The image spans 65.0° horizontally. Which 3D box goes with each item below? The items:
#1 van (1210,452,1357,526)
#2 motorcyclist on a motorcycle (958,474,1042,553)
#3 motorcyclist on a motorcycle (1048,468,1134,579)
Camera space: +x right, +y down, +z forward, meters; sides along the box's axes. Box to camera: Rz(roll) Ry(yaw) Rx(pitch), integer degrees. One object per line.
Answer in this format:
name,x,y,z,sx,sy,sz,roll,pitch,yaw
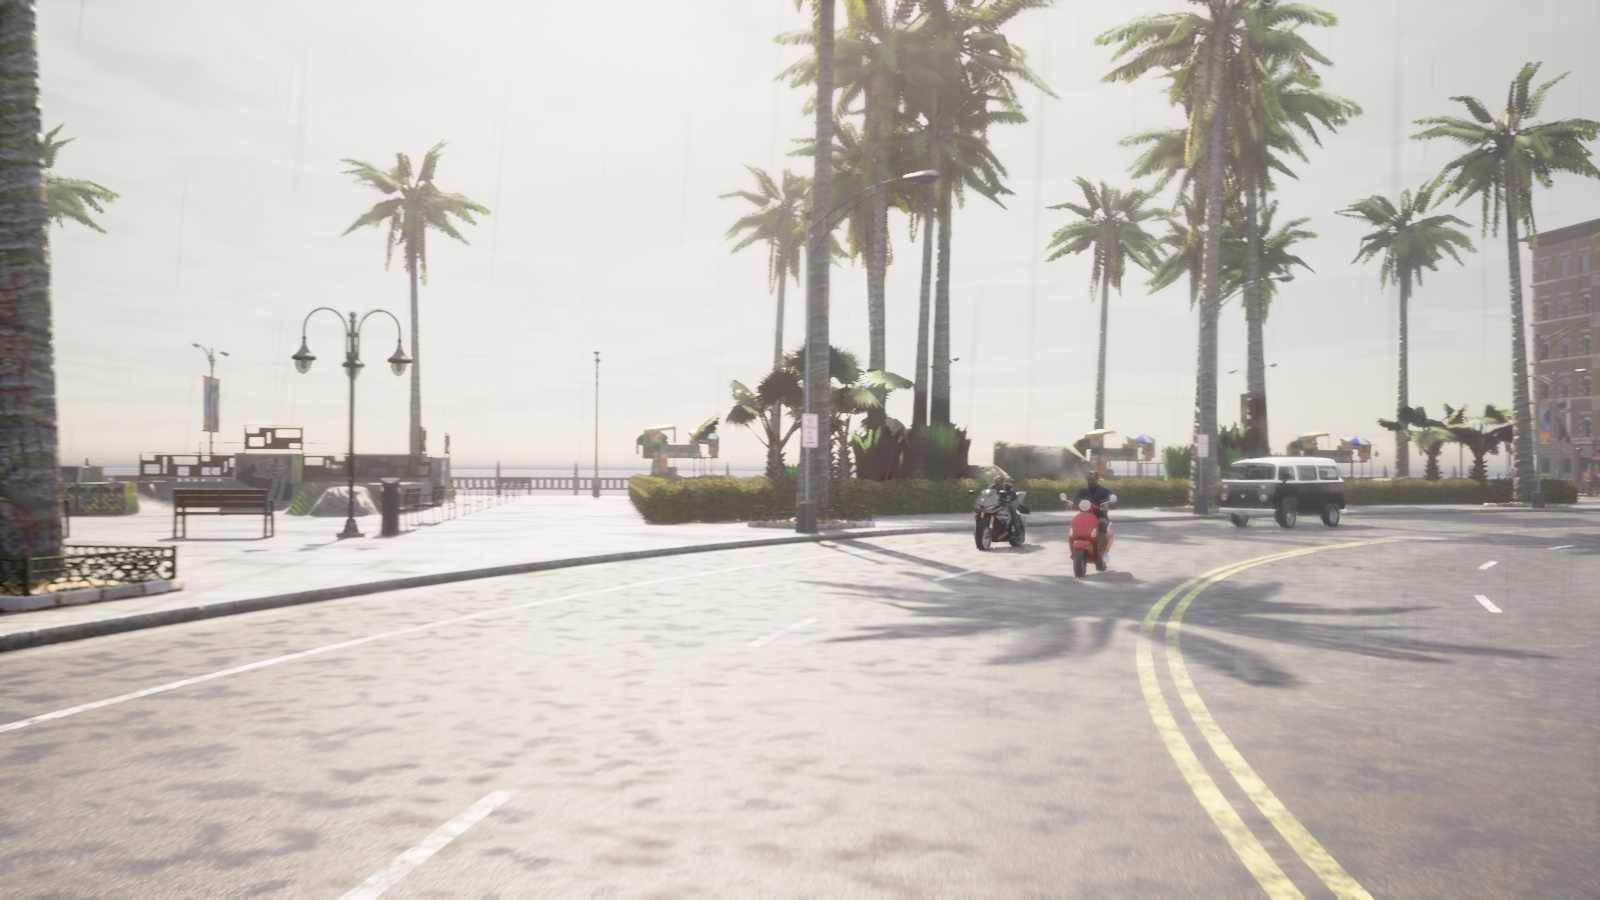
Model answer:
van,14.229,1.114,36.856,4.480,2.038,2.069,1,-1,-39
motorcyclist on a motorcycle,4.119,1.269,25.723,0.866,1.530,2.191,-1,-1,34
motorcyclist on a motorcycle,4.455,1.076,19.139,0.866,1.590,1.817,0,-1,27
